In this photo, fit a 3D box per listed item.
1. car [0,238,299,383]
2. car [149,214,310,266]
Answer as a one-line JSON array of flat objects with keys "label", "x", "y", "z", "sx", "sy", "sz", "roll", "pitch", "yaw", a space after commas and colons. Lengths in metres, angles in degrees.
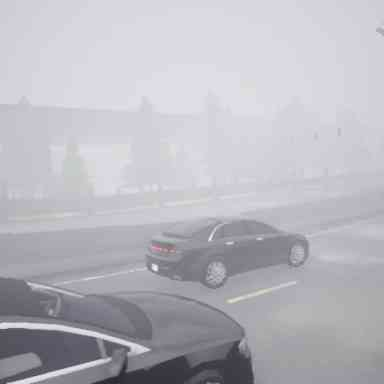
[{"label": "car", "x": -1.625, "y": 1.489, "z": 2.588, "sx": 4.902, "sy": 1.511, "sz": 2.128, "roll": -1, "pitch": 0, "yaw": -35}, {"label": "car", "x": 1.129, "y": 1.363, "z": 8.862, "sx": 4.892, "sy": 1.490, "sz": 1.837, "roll": -2, "pitch": 1, "yaw": -36}]
